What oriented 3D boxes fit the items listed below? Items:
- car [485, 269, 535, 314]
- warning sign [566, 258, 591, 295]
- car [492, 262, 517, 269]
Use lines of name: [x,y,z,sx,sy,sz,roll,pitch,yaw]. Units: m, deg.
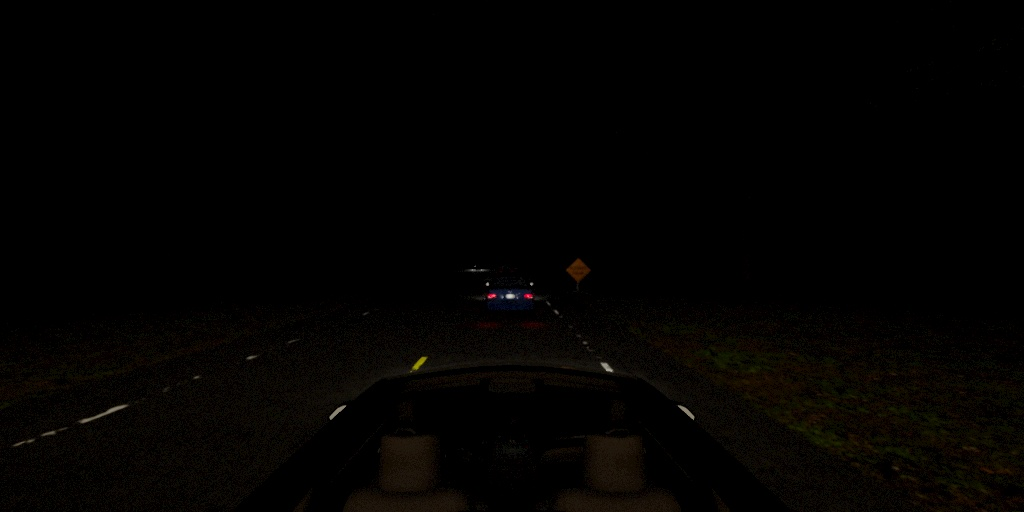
car: [-0.088,1.409,14.413,2.033,1.411,5.357,0,0,-1]
warning sign: [3.375,1.008,18.442,1.300,1.860,1.060,0,0,-1]
car: [-0.546,1.475,31.168,1.882,1.535,5.008,0,0,-2]
